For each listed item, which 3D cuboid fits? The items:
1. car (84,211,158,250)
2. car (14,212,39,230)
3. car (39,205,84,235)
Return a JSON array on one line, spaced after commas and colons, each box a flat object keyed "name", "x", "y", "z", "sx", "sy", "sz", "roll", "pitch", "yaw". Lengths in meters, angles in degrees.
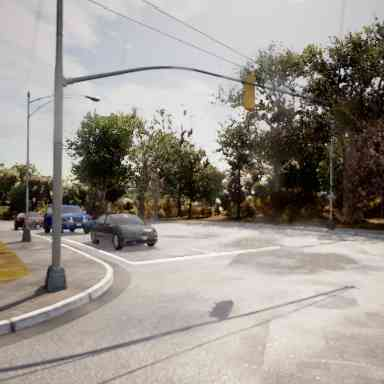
[{"name": "car", "x": -3.413, "y": 1.807, "z": 16.108, "sx": 1.837, "sy": 1.490, "sz": 4.892, "roll": 1, "pitch": -3, "yaw": -36}, {"name": "car", "x": -15.541, "y": 2.715, "z": 32.082, "sx": 2.097, "sy": 1.767, "sz": 4.553, "roll": 1, "pitch": -4, "yaw": -41}, {"name": "car", "x": -9.157, "y": 1.964, "z": 24.202, "sx": 2.150, "sy": 2.045, "sz": 5.566, "roll": 1, "pitch": -4, "yaw": -37}]
